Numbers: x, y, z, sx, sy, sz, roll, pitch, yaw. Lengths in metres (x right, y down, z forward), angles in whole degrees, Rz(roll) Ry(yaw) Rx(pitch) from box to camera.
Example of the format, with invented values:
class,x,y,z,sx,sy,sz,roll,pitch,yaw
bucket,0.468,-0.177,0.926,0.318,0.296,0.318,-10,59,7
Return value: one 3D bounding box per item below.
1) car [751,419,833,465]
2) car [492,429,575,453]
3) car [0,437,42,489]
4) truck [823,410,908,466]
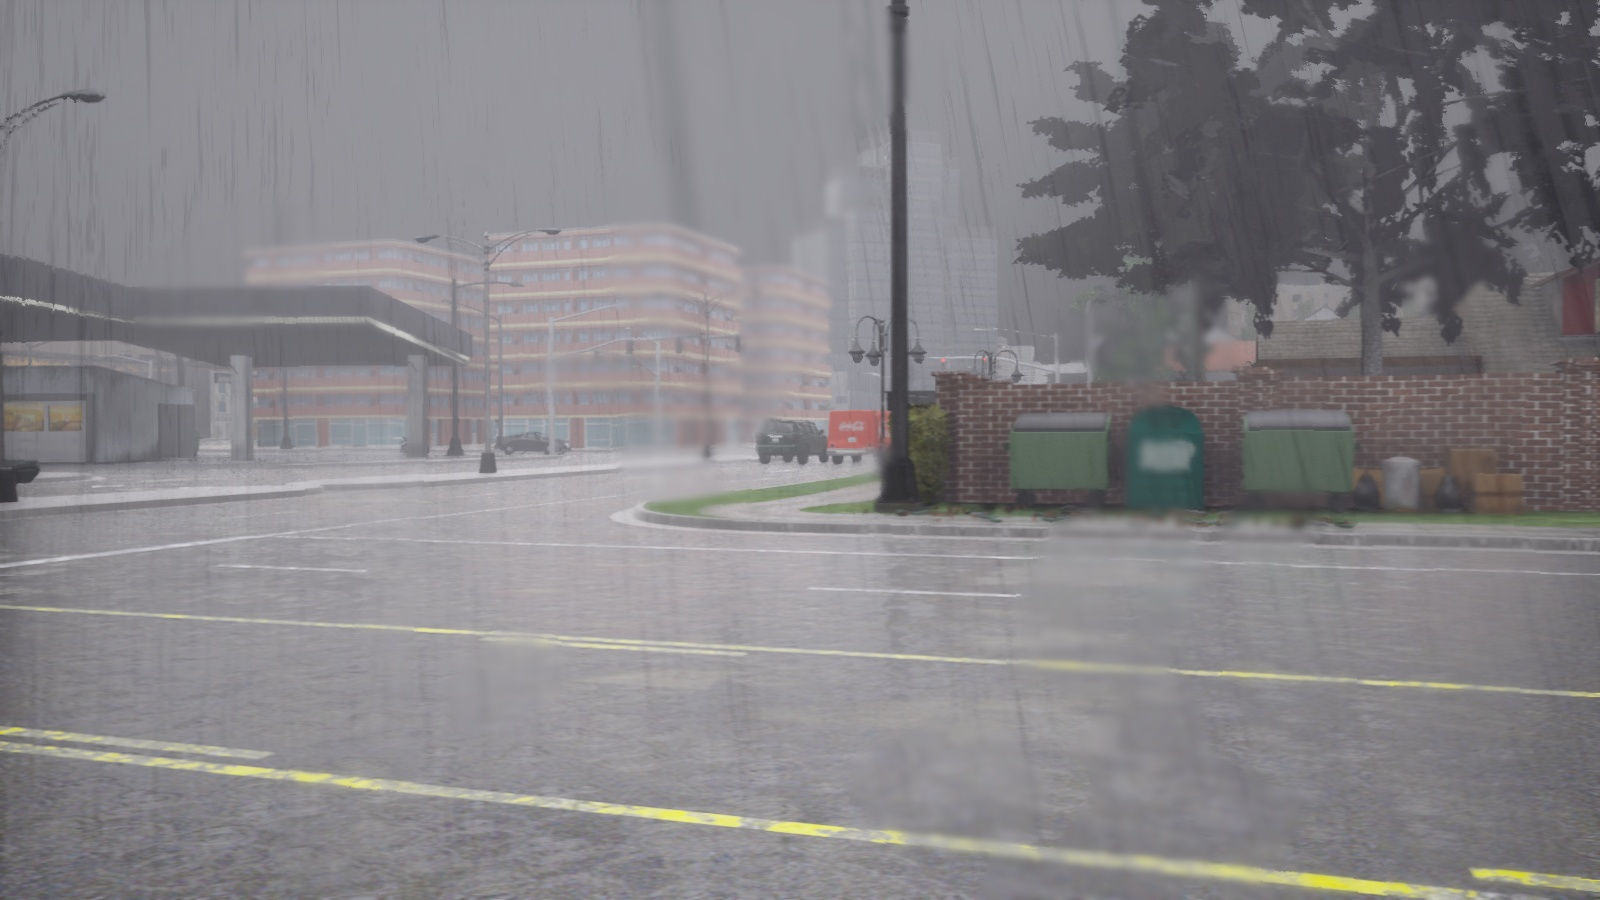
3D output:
class,x,y,z,sx,sy,sz,roll,pitch,yaw
car,-0.300,-0.402,59.070,2.150,2.045,5.566,1,1,18
car,-17.474,-0.604,82.500,4.902,1.511,2.128,0,1,17
car,-21.675,0.345,31.249,1.895,1.301,4.718,1,1,18
truck,3.086,-0.580,58.159,2.627,2.467,5.204,1,1,18
